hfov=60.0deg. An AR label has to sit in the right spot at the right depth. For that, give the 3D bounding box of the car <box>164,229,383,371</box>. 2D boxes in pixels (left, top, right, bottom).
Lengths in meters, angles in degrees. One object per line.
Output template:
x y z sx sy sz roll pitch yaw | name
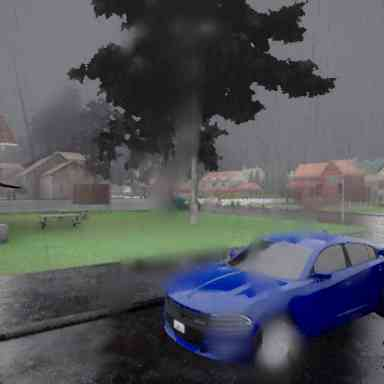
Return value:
1.870 1.492 5.873 5.008 1.535 1.882 -1 0 -35 | car
